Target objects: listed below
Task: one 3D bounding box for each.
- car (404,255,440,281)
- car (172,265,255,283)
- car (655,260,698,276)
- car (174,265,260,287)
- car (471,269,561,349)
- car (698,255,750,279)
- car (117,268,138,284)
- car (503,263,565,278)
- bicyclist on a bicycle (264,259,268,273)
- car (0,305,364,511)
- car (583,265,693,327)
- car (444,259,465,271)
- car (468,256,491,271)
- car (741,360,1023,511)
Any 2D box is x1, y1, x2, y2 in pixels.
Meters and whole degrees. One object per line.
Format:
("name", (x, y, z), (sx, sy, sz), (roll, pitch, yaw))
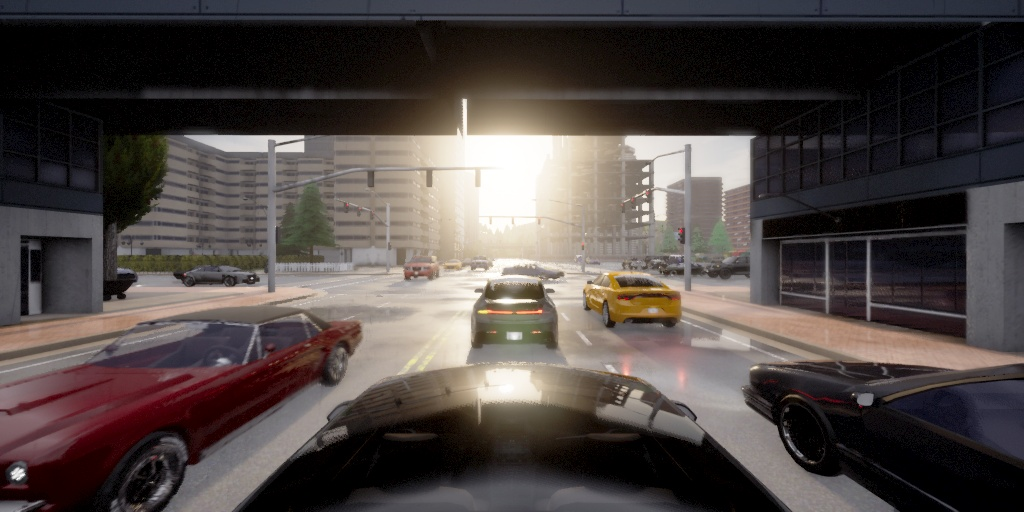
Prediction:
("car", (-7.512, 0.970, 30.387), (2.150, 2.045, 5.566), (0, 0, -3))
("car", (-22.758, 1.351, 27.451), (4.718, 1.301, 1.895), (0, 0, 0))
("car", (16.882, 1.351, 34.938), (4.718, 1.301, 1.895), (0, 0, 0))
("car", (-19.383, 1.314, 23.971), (4.181, 1.385, 1.994), (0, 0, 0))
("car", (0.064, 1.255, 9.162), (1.837, 1.490, 4.892), (0, 0, 0))
("car", (19.895, 0.971, 31.400), (5.566, 2.045, 2.150), (0, 0, 1))
("car", (-27.990, 1.102, 23.929), (4.553, 1.767, 2.097), (0, 0, 0))
("car", (1.668, 1.297, 30.089), (5.357, 1.411, 2.033), (0, 0, 32))
("bicyclist on a bicycle", (-26.006, 1.051, 38.419), (0.582, 1.620, 1.656), (0, 0, 0))
("car", (-3.601, 1.351, 4.229), (1.895, 1.301, 4.718), (0, 0, 0))
("car", (3.575, 1.228, 11.533), (1.882, 1.535, 5.008), (0, 0, 0))
("car", (-8.012, 1.227, 48.960), (1.882, 1.535, 5.008), (0, 0, 0))
("car", (-4.521, 0.971, 50.575), (2.150, 2.045, 5.566), (0, 0, 0))
("car", (3.600, 1.297, 1.706), (2.033, 1.411, 5.357), (0, 0, 0))
